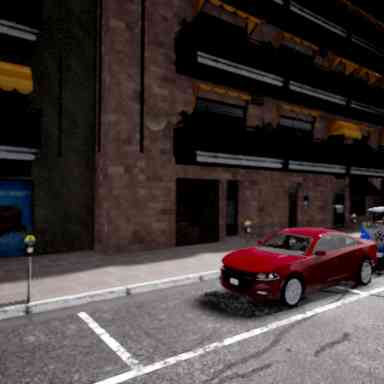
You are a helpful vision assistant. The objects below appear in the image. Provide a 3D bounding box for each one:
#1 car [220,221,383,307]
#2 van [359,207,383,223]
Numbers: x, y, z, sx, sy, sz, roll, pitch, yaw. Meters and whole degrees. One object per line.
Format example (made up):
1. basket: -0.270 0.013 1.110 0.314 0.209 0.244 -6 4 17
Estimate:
1. car: 2.687 1.561 7.994 4.507 1.381 1.887 0 0 -35
2. van: 7.326 1.373 11.288 3.998 1.788 1.690 0 0 -35
